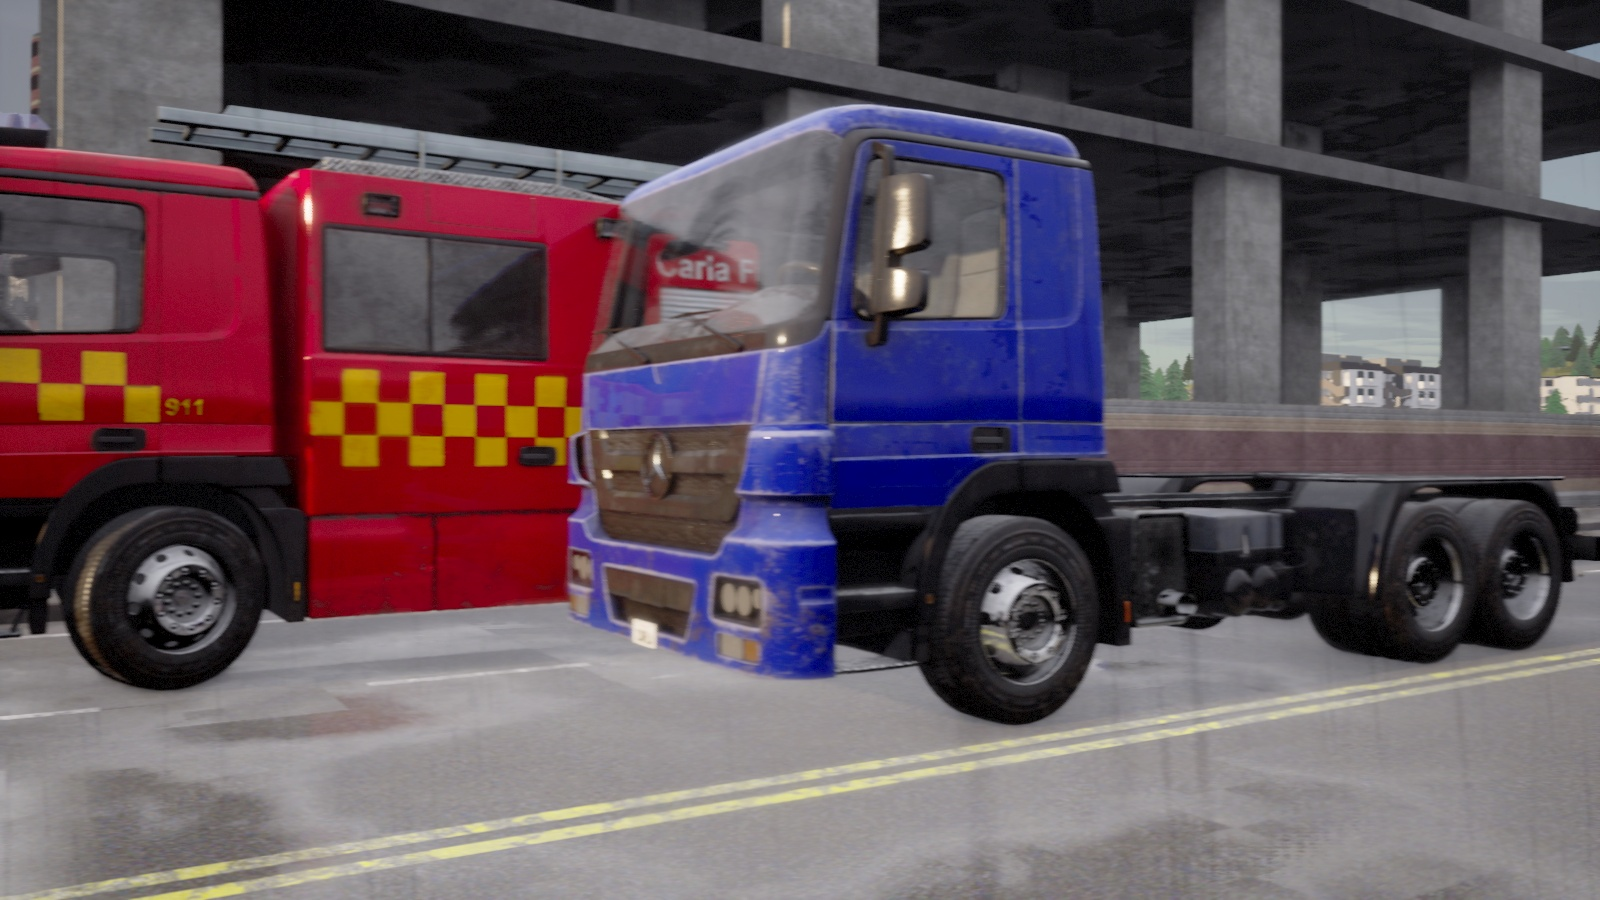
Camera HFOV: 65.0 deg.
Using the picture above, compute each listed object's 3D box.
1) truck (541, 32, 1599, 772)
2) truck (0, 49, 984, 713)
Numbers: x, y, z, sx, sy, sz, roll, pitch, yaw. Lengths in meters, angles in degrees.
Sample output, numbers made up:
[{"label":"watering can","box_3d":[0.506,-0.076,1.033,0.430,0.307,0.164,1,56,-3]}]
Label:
[{"label":"truck","box_3d":[2.415,-0.224,9.196,7.936,3.462,2.891,0,0,-32]},{"label":"truck","box_3d":[-2.729,-0.395,10.109,8.468,3.827,2.891,0,0,-32]}]
